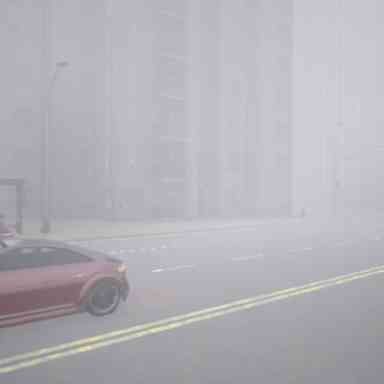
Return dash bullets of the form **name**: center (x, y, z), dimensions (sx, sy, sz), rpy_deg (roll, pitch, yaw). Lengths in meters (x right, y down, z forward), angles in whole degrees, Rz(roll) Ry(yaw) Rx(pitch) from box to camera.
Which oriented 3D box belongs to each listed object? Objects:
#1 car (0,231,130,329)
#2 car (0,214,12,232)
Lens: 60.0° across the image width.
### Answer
- **car**: center (-3.264, 1.561, 5.968), dimensions (4.181, 1.385, 1.994), rpy_deg (1, 0, -35)
- **car**: center (-6.544, 1.334, 7.942), dimensions (4.553, 1.767, 2.097), rpy_deg (1, 0, -35)
